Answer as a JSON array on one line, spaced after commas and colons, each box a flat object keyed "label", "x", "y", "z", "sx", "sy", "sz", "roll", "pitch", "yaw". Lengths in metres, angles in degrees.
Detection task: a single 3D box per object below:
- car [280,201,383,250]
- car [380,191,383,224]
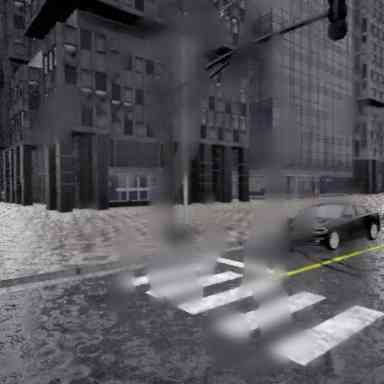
[{"label": "car", "x": 5.400, "y": 1.138, "z": 12.778, "sx": 5.008, "sy": 1.535, "sz": 1.882, "roll": -2, "pitch": 2, "yaw": -39}, {"label": "car", "x": 12.604, "y": 0.812, "z": 18.648, "sx": 4.553, "sy": 1.767, "sz": 2.097, "roll": -2, "pitch": 2, "yaw": -39}]
